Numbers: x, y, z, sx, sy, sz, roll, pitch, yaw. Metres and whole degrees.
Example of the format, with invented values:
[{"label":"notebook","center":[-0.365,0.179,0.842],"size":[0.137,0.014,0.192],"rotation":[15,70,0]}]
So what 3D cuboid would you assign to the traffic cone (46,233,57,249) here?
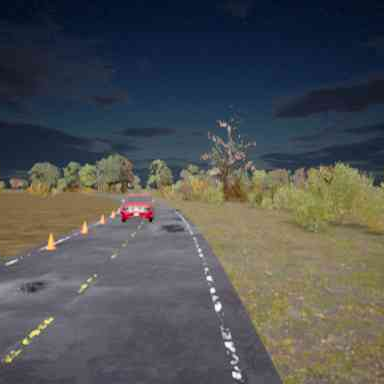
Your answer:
[{"label":"traffic cone","center":[-5.444,1.894,12.866],"size":[0.340,0.580,0.340],"rotation":[0,0,-3]}]

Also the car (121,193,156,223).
[{"label":"car","center":[-3.897,1.101,24.666],"size":[2.150,2.045,5.566],"rotation":[0,0,-5]}]

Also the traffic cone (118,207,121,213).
[{"label":"traffic cone","center":[-7.123,1.793,32.602],"size":[0.340,0.580,0.340],"rotation":[0,0,-7]}]

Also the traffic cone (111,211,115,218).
[{"label":"traffic cone","center":[-6.574,1.820,27.679],"size":[0.340,0.580,0.340],"rotation":[0,0,-6]}]

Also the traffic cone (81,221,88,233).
[{"label":"traffic cone","center":[-5.735,1.870,17.810],"size":[0.340,0.580,0.340],"rotation":[0,0,-4]}]
